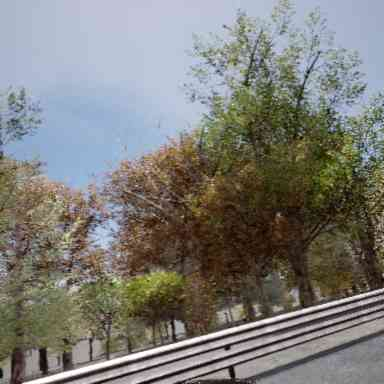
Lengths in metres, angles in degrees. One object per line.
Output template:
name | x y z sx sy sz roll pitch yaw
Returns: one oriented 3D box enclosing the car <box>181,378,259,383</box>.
car | -1.118 2.506 2.580 4.902 1.511 2.128 -6 -13 -30
